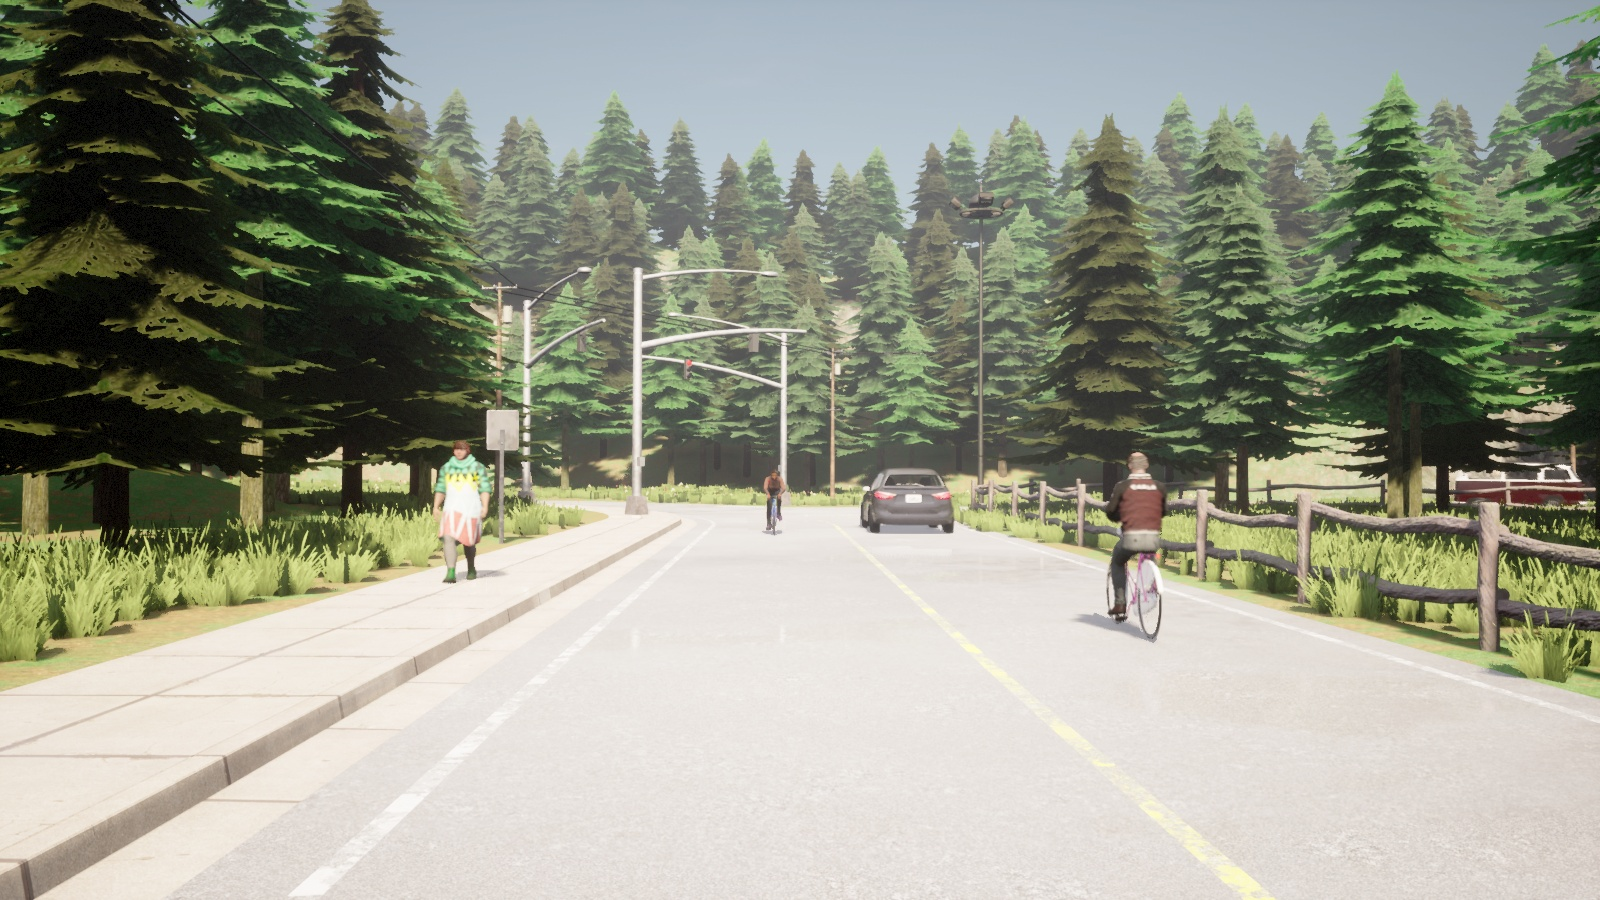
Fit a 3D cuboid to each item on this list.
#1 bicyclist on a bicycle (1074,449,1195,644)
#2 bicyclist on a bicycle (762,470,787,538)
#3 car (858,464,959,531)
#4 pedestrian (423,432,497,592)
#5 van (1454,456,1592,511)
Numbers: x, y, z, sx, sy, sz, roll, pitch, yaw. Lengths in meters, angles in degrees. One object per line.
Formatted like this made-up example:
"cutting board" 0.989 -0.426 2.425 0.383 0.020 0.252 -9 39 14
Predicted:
"bicyclist on a bicycle" 3.257 0.888 12.390 0.659 1.776 1.843 0 -1 -1
"bicyclist on a bicycle" -0.618 1.291 30.604 0.582 1.620 1.656 0 -1 -2
"car" 2.833 1.222 33.840 2.242 1.667 4.611 0 -1 -1
"pedestrian" -4.280 0.767 15.851 0.659 1.952 0.873 0 -1 3
"van" 27.839 1.272 48.392 4.480 2.038 2.069 -1 -2 33
